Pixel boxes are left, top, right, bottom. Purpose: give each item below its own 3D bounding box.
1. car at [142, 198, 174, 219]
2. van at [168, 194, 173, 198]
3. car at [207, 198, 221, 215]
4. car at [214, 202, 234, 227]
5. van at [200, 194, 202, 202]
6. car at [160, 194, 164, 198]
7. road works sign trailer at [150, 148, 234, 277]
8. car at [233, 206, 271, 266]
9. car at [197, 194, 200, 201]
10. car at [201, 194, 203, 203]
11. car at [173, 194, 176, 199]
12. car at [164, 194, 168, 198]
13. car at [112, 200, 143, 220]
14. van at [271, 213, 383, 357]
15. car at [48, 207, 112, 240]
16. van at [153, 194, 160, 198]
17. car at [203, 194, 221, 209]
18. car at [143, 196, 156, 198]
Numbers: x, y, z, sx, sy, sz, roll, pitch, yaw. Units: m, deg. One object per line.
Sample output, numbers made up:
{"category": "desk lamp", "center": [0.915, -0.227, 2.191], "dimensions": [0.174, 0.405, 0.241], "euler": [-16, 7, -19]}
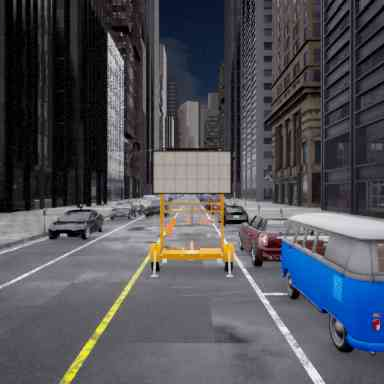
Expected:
{"category": "car", "center": [-2.992, 1.555, 29.587], "dimensions": [2.033, 1.411, 5.357], "euler": [0, 0, 0]}
{"category": "van", "center": [-5.743, 1.383, 73.172], "dimensions": [1.690, 1.788, 3.998], "euler": [0, 0, 0]}
{"category": "car", "center": [2.772, 1.593, 33.916], "dimensions": [1.802, 1.307, 4.206], "euler": [0, 0, 0]}
{"category": "car", "center": [2.769, 1.570, 22.697], "dimensions": [1.947, 1.339, 4.313], "euler": [0, 0, 0]}
{"category": "van", "center": [2.780, 1.374, 61.962], "dimensions": [1.690, 1.788, 3.998], "euler": [0, 0, 0]}
{"category": "car", "center": [-5.748, 1.463, 50.734], "dimensions": [1.967, 1.590, 4.097], "euler": [0, 0, 0]}
{"category": "road works sign trailer", "center": [0.003, 0.465, 10.205], "dimensions": [2.380, 3.560, 2.880], "euler": [0, 0, 0]}
{"category": "car", "center": [2.767, 1.441, 11.480], "dimensions": [1.967, 1.590, 4.097], "euler": [0, 0, 0]}
{"category": "car", "center": [2.783, 1.357, 73.180], "dimensions": [2.192, 1.841, 5.009], "euler": [0, 0, 0]}
{"category": "car", "center": [2.775, 1.334, 45.134], "dimensions": [2.192, 1.841, 5.009], "euler": [0, 0, 0]}
{"category": "car", "center": [-5.741, 1.363, 78.781], "dimensions": [2.192, 1.841, 5.009], "euler": [0, 0, 0]}
{"category": "car", "center": [-5.747, 1.343, 56.343], "dimensions": [2.192, 1.841, 5.009], "euler": [0, 0, 0]}
{"category": "car", "center": [-5.754, 1.558, 28.296], "dimensions": [2.008, 1.369, 4.403], "euler": [0, 0, 0]}
{"category": "van", "center": [2.765, 1.341, 5.871], "dimensions": [1.690, 1.788, 3.998], "euler": [0, 0, 0]}
{"category": "car", "center": [-5.757, 1.568, 17.077], "dimensions": [1.947, 1.339, 4.313], "euler": [0, 0, 0]}
{"category": "van", "center": [-5.750, 1.360, 45.124], "dimensions": [1.690, 1.788, 3.998], "euler": [0, 0, 0]}
{"category": "car", "center": [2.774, 1.330, 39.525], "dimensions": [2.192, 1.841, 5.009], "euler": [0, 0, 0]}
{"category": "car", "center": [-5.752, 1.540, 39.345], "dimensions": [1.752, 1.417, 4.829], "euler": [0, 0, 0]}
